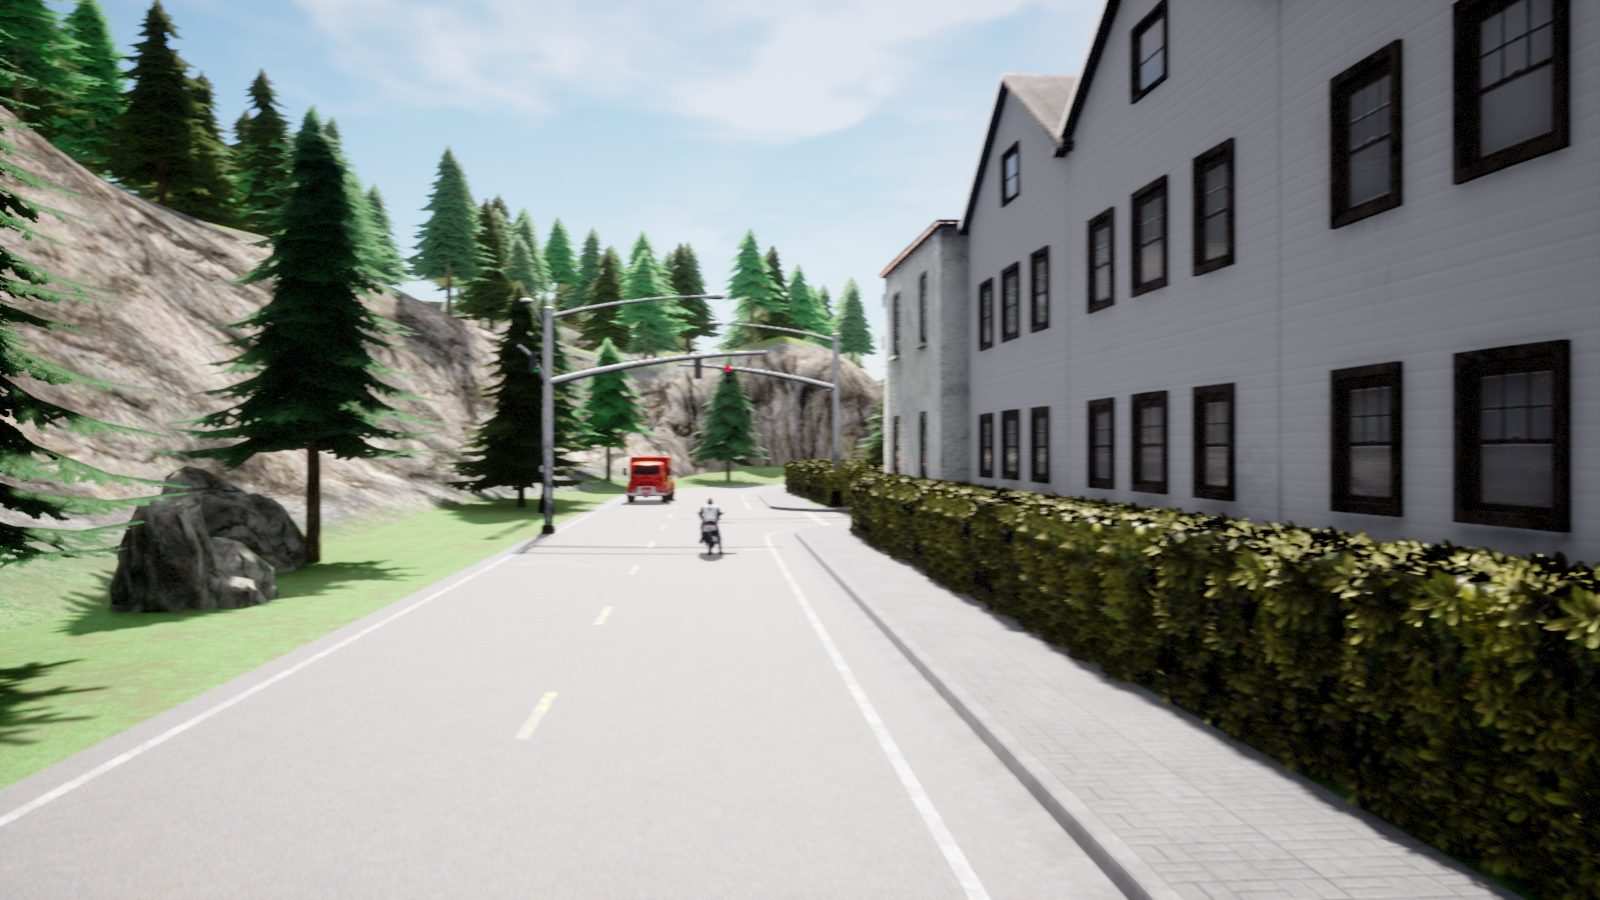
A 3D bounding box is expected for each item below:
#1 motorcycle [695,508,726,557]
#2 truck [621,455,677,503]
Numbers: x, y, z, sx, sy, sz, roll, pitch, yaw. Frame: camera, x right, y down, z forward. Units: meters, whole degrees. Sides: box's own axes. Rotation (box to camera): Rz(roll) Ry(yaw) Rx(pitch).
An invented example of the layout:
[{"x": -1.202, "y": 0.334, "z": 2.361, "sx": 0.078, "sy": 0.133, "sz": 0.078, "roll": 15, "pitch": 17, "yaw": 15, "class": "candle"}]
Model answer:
[{"x": -2.409, "y": 2.190, "z": 30.653, "sx": 0.803, "sy": 1.145, "sz": 2.033, "roll": 0, "pitch": 0, "yaw": -4, "class": "motorcycle"}, {"x": -8.169, "y": 1.545, "z": 62.207, "sx": 2.627, "sy": 2.467, "sz": 5.204, "roll": 0, "pitch": 0, "yaw": -3, "class": "truck"}]
